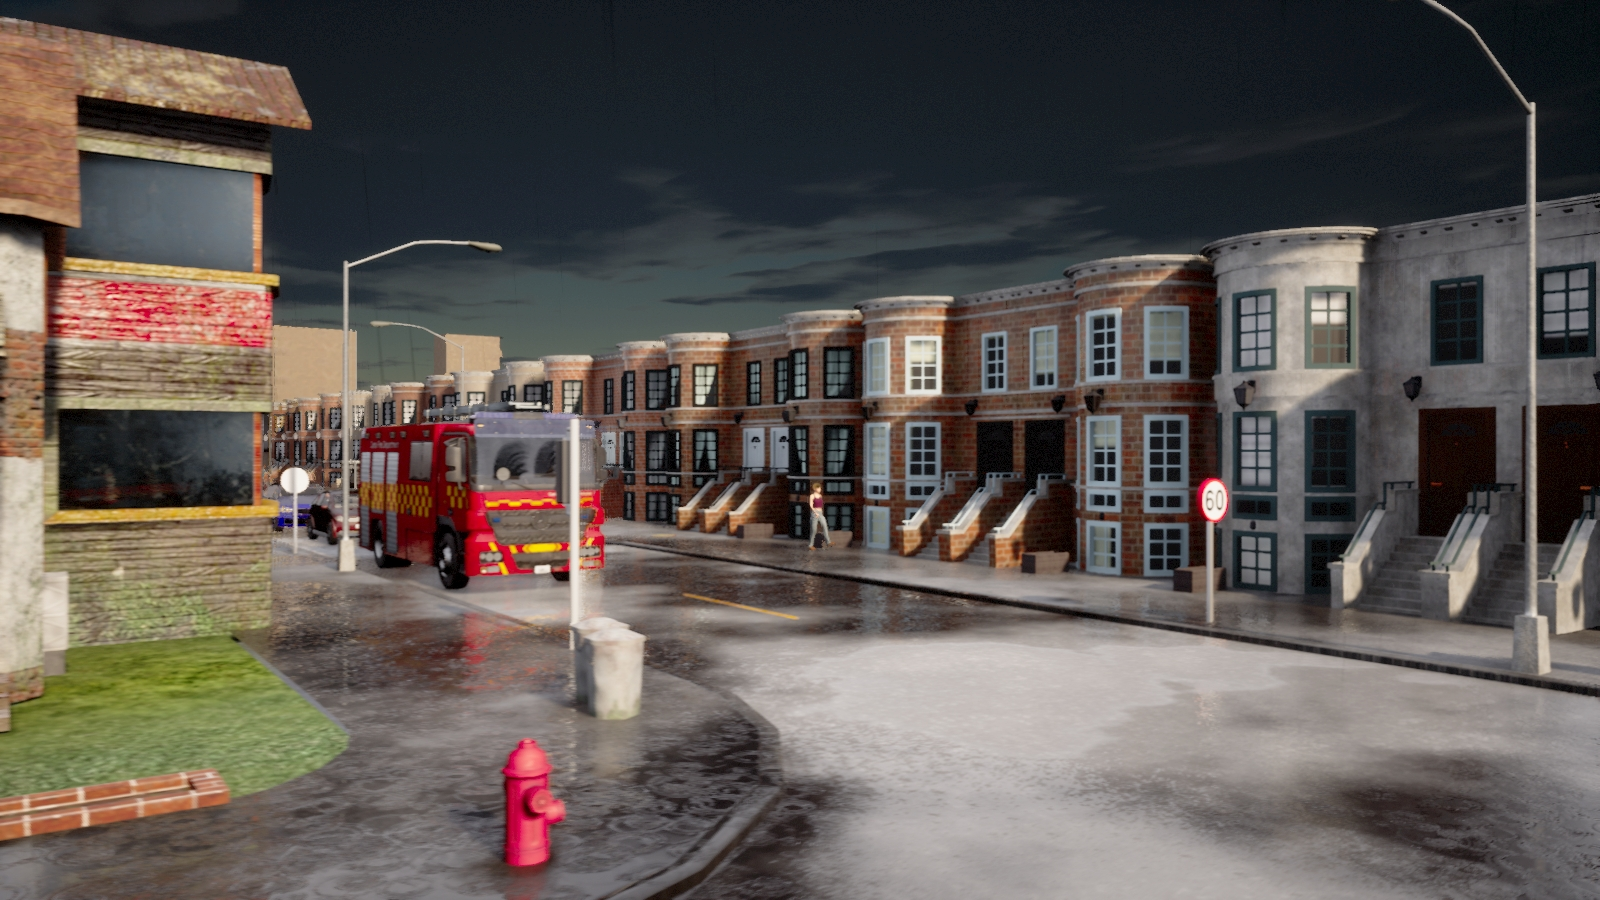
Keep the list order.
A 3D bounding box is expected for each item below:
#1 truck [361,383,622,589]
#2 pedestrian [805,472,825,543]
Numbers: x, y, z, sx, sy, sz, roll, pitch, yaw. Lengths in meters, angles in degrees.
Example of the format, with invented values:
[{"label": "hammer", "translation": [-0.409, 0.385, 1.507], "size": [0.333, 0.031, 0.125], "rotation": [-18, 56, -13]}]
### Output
[{"label": "truck", "translation": [-7.175, 0.671, 25.465], "size": [2.891, 3.827, 8.468], "rotation": [0, 0, -35]}, {"label": "pedestrian", "translation": [0.410, 1.523, 30.348], "size": [0.375, 1.860, 0.375], "rotation": [0, 0, -40]}]
